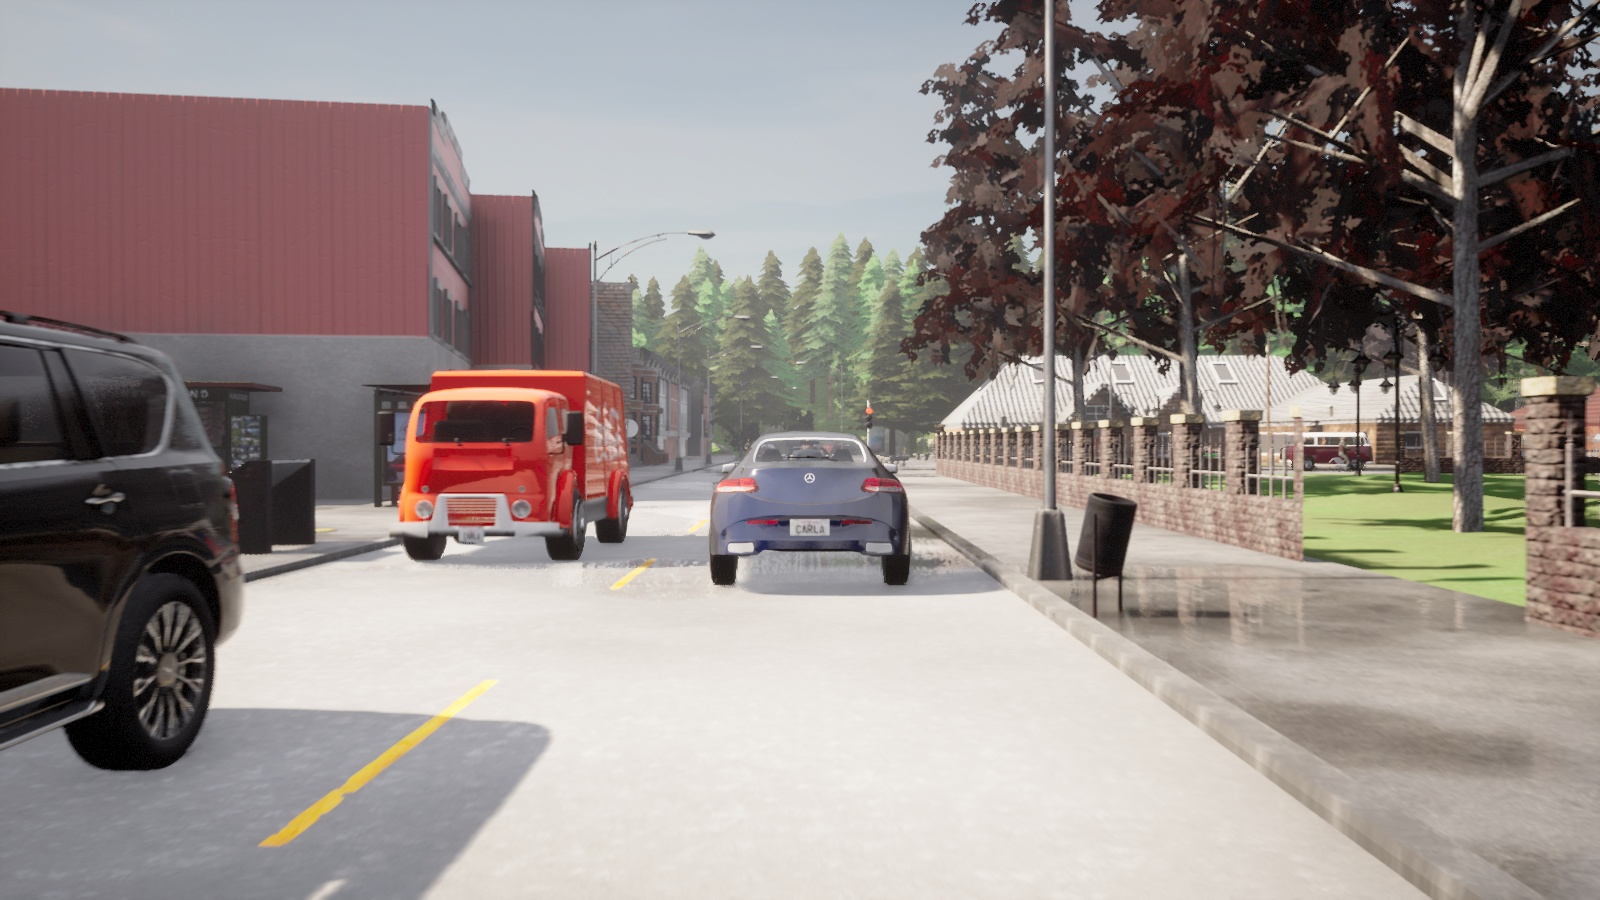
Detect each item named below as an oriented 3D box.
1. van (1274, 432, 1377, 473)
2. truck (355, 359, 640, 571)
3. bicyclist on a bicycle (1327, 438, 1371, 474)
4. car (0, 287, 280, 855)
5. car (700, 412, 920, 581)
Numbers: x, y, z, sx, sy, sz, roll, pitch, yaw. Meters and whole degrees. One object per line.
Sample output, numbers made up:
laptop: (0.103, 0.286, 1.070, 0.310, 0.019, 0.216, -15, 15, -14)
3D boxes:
van: (27.379, 0.126, 65.513, 4.480, 2.038, 2.069, 0, 0, 3)
truck: (-3.869, 0.159, 17.277, 2.627, 2.467, 5.204, 0, 0, 0)
bicyclist on a bicycle: (26.916, 0.292, 61.565, 1.843, 1.776, 0.659, 0, 0, -1)
car: (-3.959, 0.439, 4.142, 2.150, 2.045, 5.566, 0, 0, 0)
car: (0.114, 0.442, 14.843, 2.152, 1.651, 5.027, 0, 0, 0)
